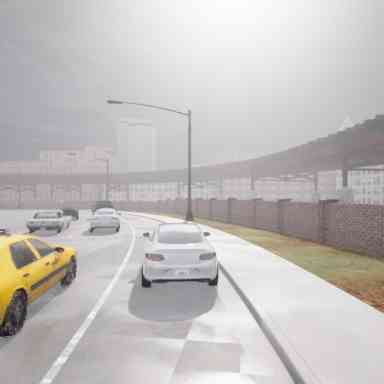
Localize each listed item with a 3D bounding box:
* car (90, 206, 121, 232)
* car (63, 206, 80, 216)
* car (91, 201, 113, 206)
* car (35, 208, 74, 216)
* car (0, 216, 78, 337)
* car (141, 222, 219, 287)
[{"bbox_3d":[-5.842,1.861,22.628,1.812,1.442,4.674,0,-2,-12],"label":"car"},{"bbox_3d":[-13.982,2.316,37.959,1.837,1.490,4.892,0,-1,-20],"label":"car"},{"bbox_3d":[-10.194,2.004,37.854,2.150,2.045,5.566,0,-1,-20],"label":"car"},{"bbox_3d":[-9.249,1.927,21.836,1.895,1.301,4.718,0,-2,-12],"label":"car"},{"bbox_3d":[-3.720,1.483,6.539,1.801,1.575,5.366,0,-1,-4],"label":"car"},{"bbox_3d":[-0.407,1.583,9.382,1.812,1.442,4.674,0,-1,-5],"label":"car"}]
